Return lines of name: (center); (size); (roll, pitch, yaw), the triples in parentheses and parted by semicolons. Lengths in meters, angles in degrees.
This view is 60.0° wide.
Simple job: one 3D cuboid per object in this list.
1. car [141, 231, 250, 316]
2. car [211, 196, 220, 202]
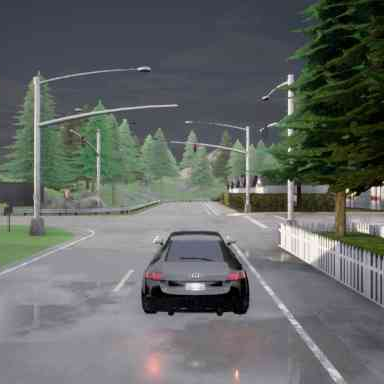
car: (0.075, 1.564, 7.604); (1.994, 1.385, 4.181); (0, 0, 1)
car: (6.702, 1.525, 72.823); (5.357, 1.411, 2.033); (0, 0, -22)
